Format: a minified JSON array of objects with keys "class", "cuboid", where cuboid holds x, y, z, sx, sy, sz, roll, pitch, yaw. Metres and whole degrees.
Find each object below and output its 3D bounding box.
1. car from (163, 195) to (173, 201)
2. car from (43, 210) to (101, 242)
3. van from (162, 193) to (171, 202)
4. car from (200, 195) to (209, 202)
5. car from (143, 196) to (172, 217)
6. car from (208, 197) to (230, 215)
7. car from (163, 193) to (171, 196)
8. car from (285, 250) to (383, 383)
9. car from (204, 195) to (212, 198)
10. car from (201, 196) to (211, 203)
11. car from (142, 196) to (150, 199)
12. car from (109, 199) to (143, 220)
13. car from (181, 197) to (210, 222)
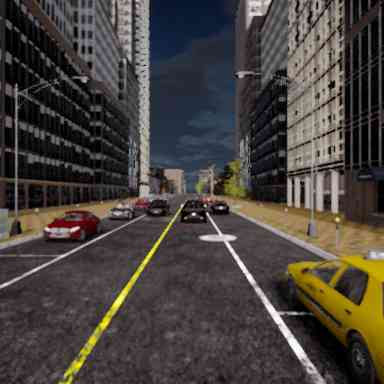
[{"class":"car","cuboid":[-5.610,1.424,78.845,1.947,1.339,4.313,0,0,0]},{"class":"car","cuboid":[-5.671,1.559,16.228,1.802,1.307,4.206,0,0,0]},{"class":"van","cuboid":[-5.614,1.211,73.152,1.690,1.788,3.998,0,0,0]},{"class":"car","cuboid":[2.765,1.395,73.299,1.752,1.417,4.829,0,0,0]},{"class":"car","cuboid":[-3.035,1.431,30.787,1.882,1.535,5.008,0,0,0]},{"class":"car","cuboid":[2.726,1.515,33.286,1.947,1.339,4.313,0,0,0]},{"class":"car","cuboid":[-5.620,1.323,67.459,1.967,1.590,4.097,0,0,0]},{"class":"car","cuboid":[2.699,1.519,4.994,1.752,1.417,4.829,0,0,0]},{"class":"car","cuboid":[2.749,1.347,56.052,1.967,1.590,4.097,0,0,0]},{"class":"car","cuboid":[2.759,1.465,67.437,1.802,1.307,4.206,0,0,0]},{"class":"car","cuboid":[-5.649,1.484,38.999,1.887,1.381,4.507,0,0,0]},{"class":"car","cuboid":[-5.660,1.509,27.614,2.008,1.369,4.403,0,0,0]},{"class":"car","cuboid":[0.127,1.439,26.121,1.882,1.535,5.008,0,0,0]}]
